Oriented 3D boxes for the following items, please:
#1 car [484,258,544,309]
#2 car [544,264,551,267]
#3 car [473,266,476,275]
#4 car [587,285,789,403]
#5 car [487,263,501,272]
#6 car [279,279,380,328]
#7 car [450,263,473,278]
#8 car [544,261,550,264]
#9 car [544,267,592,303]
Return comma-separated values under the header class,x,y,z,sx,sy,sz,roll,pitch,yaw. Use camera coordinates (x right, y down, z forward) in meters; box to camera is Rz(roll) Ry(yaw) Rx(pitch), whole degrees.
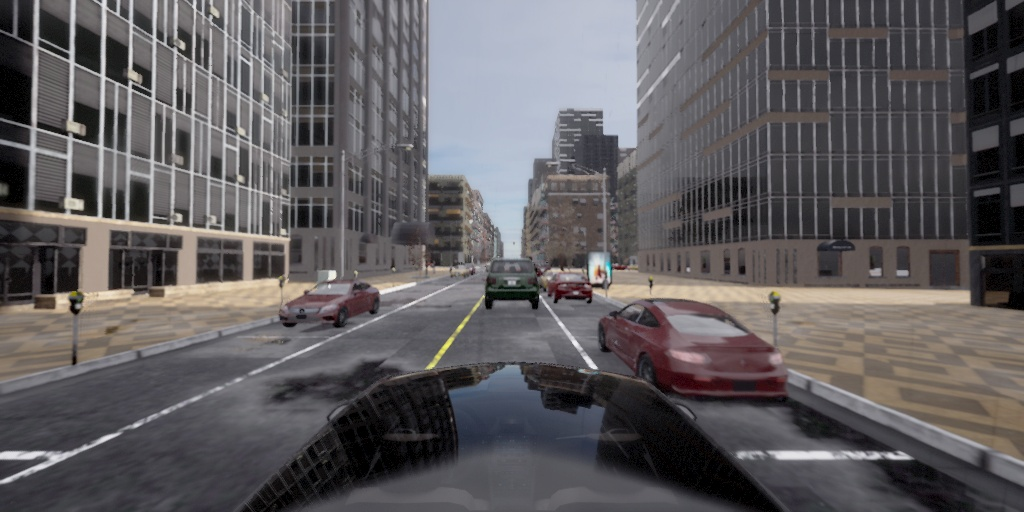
class,x,y,z,sx,sy,sz,roll,pitch,yaw
car,-0.002,1.102,15.876,2.150,2.045,5.566,0,0,0
car,2.687,1.478,23.066,1.751,1.417,4.829,0,0,0
car,-5.699,1.607,45.132,1.967,1.591,4.097,0,0,0
car,2.690,1.375,6.218,1.802,1.307,4.207,0,0,0
car,-3.014,1.873,61.610,2.033,1.411,5.357,0,-1,0
car,-5.692,1.428,11.776,1.802,1.307,4.207,0,0,0
car,-5.698,1.639,39.403,1.751,1.417,4.829,0,0,0
car,2.684,1.374,34.014,2.192,1.841,5.009,0,0,0
car,2.687,1.445,17.337,1.888,1.381,4.507,0,0,0
